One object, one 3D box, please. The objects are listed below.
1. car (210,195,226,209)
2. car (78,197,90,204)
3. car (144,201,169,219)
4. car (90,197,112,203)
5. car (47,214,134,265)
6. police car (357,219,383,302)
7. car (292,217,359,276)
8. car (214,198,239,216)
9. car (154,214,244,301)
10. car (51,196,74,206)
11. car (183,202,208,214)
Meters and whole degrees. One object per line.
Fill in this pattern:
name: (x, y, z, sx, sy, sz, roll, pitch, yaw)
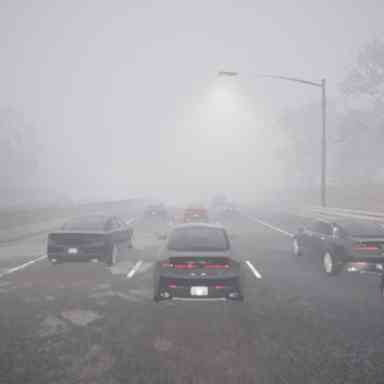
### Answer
car: (3.856, 1.421, 48.034, 2.150, 2.045, 5.566, 0, 0, 1)
car: (-17.157, 1.637, 54.456, 2.128, 1.511, 4.902, 0, 0, 1)
car: (-3.181, 1.592, 30.219, 2.128, 1.511, 4.902, 0, 0, 0)
car: (-13.678, 1.639, 51.651, 2.128, 1.511, 4.902, 0, 0, 1)
car: (-3.322, 1.508, 11.799, 1.882, 1.535, 5.008, 0, 0, 0)
police car: (4.574, 1.459, 4.591, 1.930, 1.638, 5.238, 0, 0, 0)
car: (4.618, 1.562, 10.481, 1.837, 1.490, 4.892, 0, 0, 0)
car: (3.818, 1.693, 35.154, 2.033, 1.411, 5.357, 0, 0, 1)
car: (0.153, 1.536, 8.391, 1.837, 1.490, 4.892, 0, 0, 0)
car: (-20.659, 1.480, 53.172, 2.097, 1.767, 4.553, 0, 0, 1)
car: (0.296, 1.579, 27.121, 1.882, 1.535, 5.008, 0, 0, 0)
